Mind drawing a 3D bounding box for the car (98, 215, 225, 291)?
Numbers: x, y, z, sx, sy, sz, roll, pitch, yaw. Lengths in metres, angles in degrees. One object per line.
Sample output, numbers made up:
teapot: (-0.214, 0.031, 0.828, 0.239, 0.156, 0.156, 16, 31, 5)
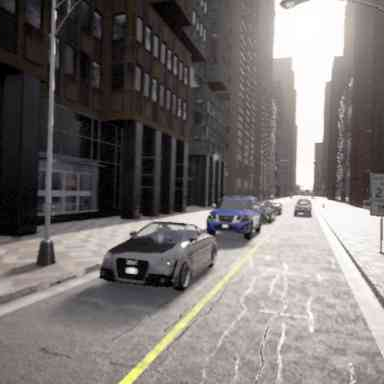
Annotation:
car: (-0.657, 1.519, 9.024, 1.994, 1.385, 4.181, 2, 0, 19)

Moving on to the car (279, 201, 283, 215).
car: (9.002, 1.661, 36.978, 2.128, 1.511, 4.902, 2, 0, 19)

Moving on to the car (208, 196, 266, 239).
car: (2.442, 1.246, 18.016, 2.150, 2.045, 5.566, 2, 0, 19)

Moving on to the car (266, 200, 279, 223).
car: (5.619, 1.447, 27.232, 2.097, 1.767, 4.553, 2, 0, 19)

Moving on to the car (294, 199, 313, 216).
car: (12.255, 1.816, 36.749, 2.033, 1.411, 5.357, 2, 0, 19)
